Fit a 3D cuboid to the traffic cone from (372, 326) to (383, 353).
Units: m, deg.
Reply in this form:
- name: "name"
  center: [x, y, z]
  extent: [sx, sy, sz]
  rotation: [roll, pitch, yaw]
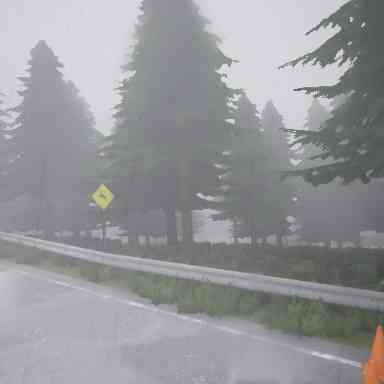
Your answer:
- name: "traffic cone"
  center: [2.325, 1.956, 4.115]
  extent: [0.340, 0.580, 0.340]
  rotation: [0, 0, 34]

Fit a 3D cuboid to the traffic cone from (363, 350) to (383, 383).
- name: "traffic cone"
  center: [1.779, 1.956, 3.279]
  extent: [0.340, 0.580, 0.340]
  rotation: [0, 0, 34]
